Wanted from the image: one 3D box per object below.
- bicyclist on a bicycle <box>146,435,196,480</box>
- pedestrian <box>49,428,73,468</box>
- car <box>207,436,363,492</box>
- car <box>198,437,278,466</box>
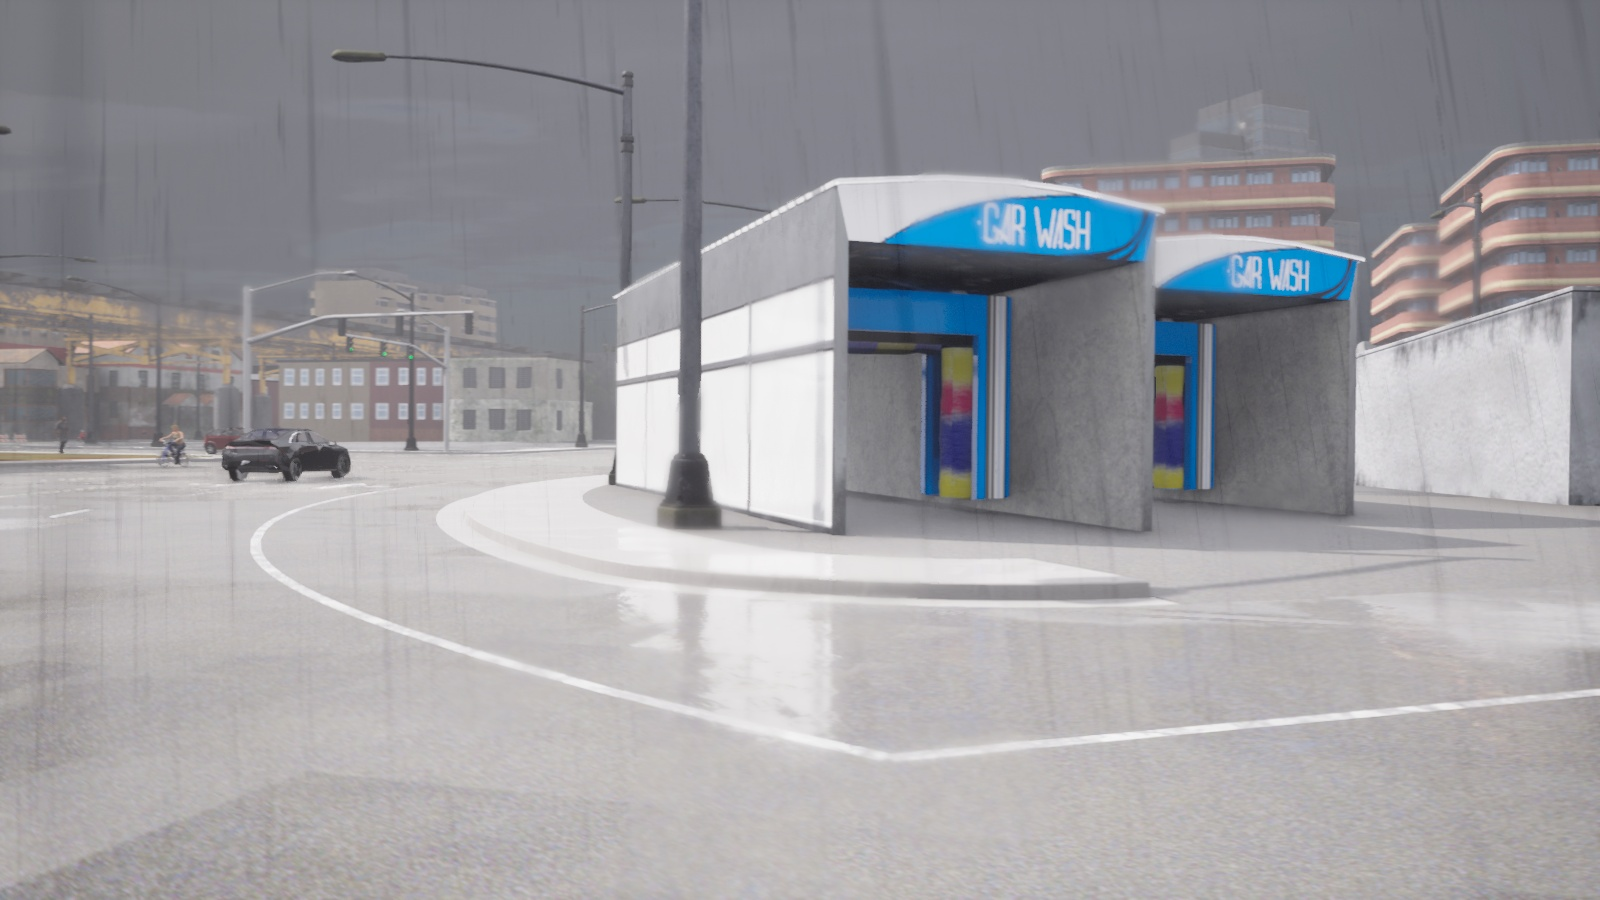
[{"bbox_3d":[-23.379,0.272,46.701,0.866,1.612,1.509,0,1,15],"label":"bicyclist on a bicycle"},{"bbox_3d":[-37.160,-0.101,63.137,0.873,1.952,0.659,0,1,25],"label":"pedestrian"},{"bbox_3d":[-14.827,0.349,36.519,2.128,1.511,4.902,0,1,6],"label":"car"},{"bbox_3d":[-31.197,0.088,69.732,3.705,1.549,1.789,0,1,15],"label":"car"}]
